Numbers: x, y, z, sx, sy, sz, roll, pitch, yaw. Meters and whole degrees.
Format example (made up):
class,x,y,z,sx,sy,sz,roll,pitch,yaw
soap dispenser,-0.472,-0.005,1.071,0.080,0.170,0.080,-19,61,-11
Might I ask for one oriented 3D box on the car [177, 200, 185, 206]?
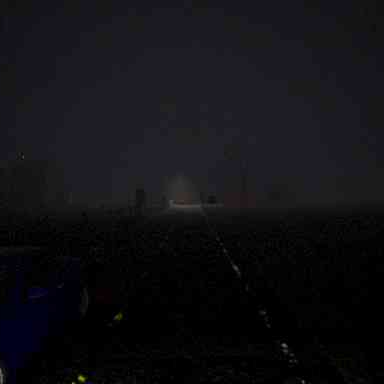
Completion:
class,x,y,z,sx,sy,sz,roll,pitch,yaw
car,-2.767,2.624,82.623,1.882,1.535,5.008,0,-1,0

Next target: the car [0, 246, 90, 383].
class,x,y,z,sx,sy,sz,roll,pitch,yaw
car,-2.849,1.592,4.737,1.812,1.442,4.674,0,-1,0
